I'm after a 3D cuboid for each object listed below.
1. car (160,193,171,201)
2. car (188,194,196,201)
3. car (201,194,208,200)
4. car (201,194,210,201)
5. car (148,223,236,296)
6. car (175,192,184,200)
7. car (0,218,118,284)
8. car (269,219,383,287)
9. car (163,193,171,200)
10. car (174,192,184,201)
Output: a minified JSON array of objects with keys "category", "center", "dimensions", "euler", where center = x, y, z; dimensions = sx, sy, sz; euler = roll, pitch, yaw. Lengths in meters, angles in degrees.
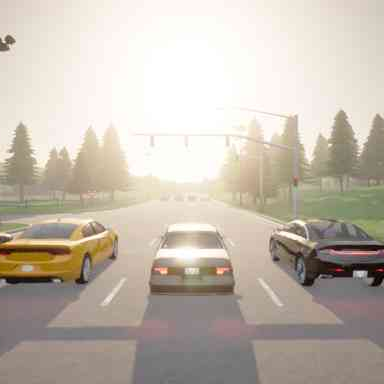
[{"category":"car","center":[-7.009,1.492,83.513],"dimensions":[1.837,1.490,4.892],"euler":[0,0,0]},{"category":"car","center":[-0.009,1.346,83.867],"dimensions":[2.097,1.767,4.553],"euler":[0,0,0]},{"category":"car","center":[3.490,1.357,93.934],"dimensions":[1.812,1.442,4.674],"euler":[0,0,0]},{"category":"car","center":[3.491,1.517,83.931],"dimensions":[1.812,1.442,4.674],"euler":[0,0,0]},{"category":"car","center":[0.004,1.547,8.828],"dimensions":[2.033,1.411,5.357],"euler":[0,0,0]},{"category":"car","center":[-3.510,1.058,93.964],"dimensions":[2.150,2.045,5.566],"euler":[0,0,0]},{"category":"car","center":[-3.488,1.478,9.582],"dimensions":[1.882,1.535,5.008],"euler":[0,0,1]},{"category":"car","center":[3.511,1.492,9.349],"dimensions":[2.128,1.511,4.902],"euler":[0,0,0]},{"category":"car","center":[-7.010,1.188,93.903],"dimensions":[2.097,1.767,4.553],"euler":[0,0,0]},{"category":"car","center":[-3.509,1.469,83.514],"dimensions":[1.882,1.535,5.008],"euler":[0,0,0]}]
